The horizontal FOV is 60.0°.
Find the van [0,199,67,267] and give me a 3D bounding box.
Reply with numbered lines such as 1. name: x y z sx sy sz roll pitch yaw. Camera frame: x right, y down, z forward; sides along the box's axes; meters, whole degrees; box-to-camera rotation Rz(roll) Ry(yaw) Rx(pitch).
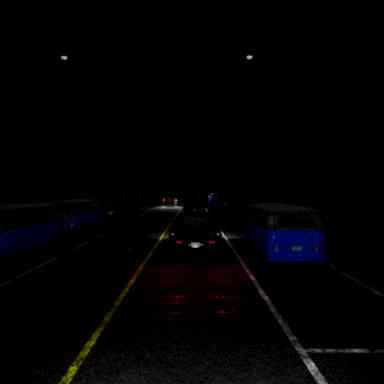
1. van: -5.726 1.263 10.743 1.690 1.788 3.998 0 0 0

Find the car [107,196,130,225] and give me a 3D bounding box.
1. car: -5.682 1.282 22.025 1.967 1.590 4.097 0 0 0

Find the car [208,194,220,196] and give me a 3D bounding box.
1. car: 2.909 1.287 38.919 1.947 1.339 4.313 0 0 0

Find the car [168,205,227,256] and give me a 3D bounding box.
1. car: 0.120 1.435 12.556 1.812 1.442 4.674 0 1 0

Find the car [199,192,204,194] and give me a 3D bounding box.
1. car: 2.625 0.982 68.859 1.882 1.535 5.008 0 0 0

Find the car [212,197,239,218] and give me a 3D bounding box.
1. car: 2.866 1.384 27.638 1.802 1.307 4.206 0 0 0

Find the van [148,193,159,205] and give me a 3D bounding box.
1. van: -5.574 0.980 50.229 1.690 1.788 3.998 0 0 0

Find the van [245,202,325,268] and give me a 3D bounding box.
1. van: 2.800 1.264 10.715 1.690 1.788 3.998 0 0 0

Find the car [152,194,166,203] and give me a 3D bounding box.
1. car: -5.551 1.143 55.871 1.887 1.381 4.507 0 0 0

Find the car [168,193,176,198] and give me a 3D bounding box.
1. car: -5.420 0.912 89.715 1.947 1.339 4.313 0 0 0

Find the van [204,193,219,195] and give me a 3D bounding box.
1. van: 2.930 1.022 44.558 1.690 1.788 3.998 0 0 0

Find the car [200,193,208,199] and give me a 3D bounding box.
1. car: 3.083 0.956 84.043 1.947 1.339 4.313 0 0 0

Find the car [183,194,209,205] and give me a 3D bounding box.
1. car: 0.203 1.272 30.704 2.128 1.511 4.902 0 0 0

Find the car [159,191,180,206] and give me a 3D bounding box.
1. car: -2.913 1.024 45.588 2.097 1.767 4.553 0 1 0

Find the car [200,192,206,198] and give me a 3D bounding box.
1. car: 3.127 0.826 95.494 1.752 1.417 4.829 0 0 0

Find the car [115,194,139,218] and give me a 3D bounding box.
1. car: -5.661 1.117 27.666 2.192 1.841 5.009 0 0 0

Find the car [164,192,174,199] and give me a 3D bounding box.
1. car: -5.464 0.873 78.432 1.967 1.590 4.097 0 0 0

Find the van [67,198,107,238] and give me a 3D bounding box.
1. van: -5.704 1.223 16.384 1.690 1.788 3.998 0 0 0

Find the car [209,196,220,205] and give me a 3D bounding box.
1. car: 2.888 1.344 33.279 1.802 1.307 4.206 0 0 0
